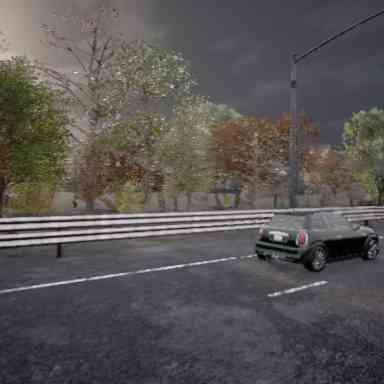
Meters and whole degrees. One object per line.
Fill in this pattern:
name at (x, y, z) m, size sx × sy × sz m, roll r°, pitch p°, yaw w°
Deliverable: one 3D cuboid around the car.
car at (4.287, 1.399, 11.117) m, size 4.553 × 1.767 × 2.097 m, roll 1°, pitch 0°, yaw -36°
